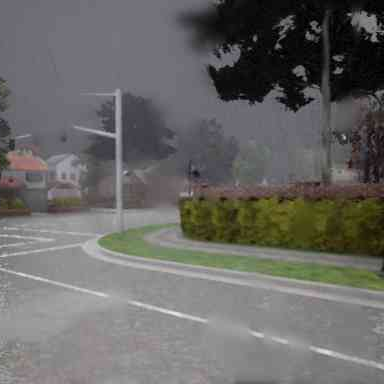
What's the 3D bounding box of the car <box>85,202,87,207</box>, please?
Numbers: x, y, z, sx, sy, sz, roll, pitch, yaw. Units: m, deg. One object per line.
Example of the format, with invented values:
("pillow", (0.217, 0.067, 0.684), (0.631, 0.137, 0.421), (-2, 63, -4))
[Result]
("car", (-17.067, 1.645, 48.483), (3.806, 1.475, 1.970), (-1, 0, 36))
